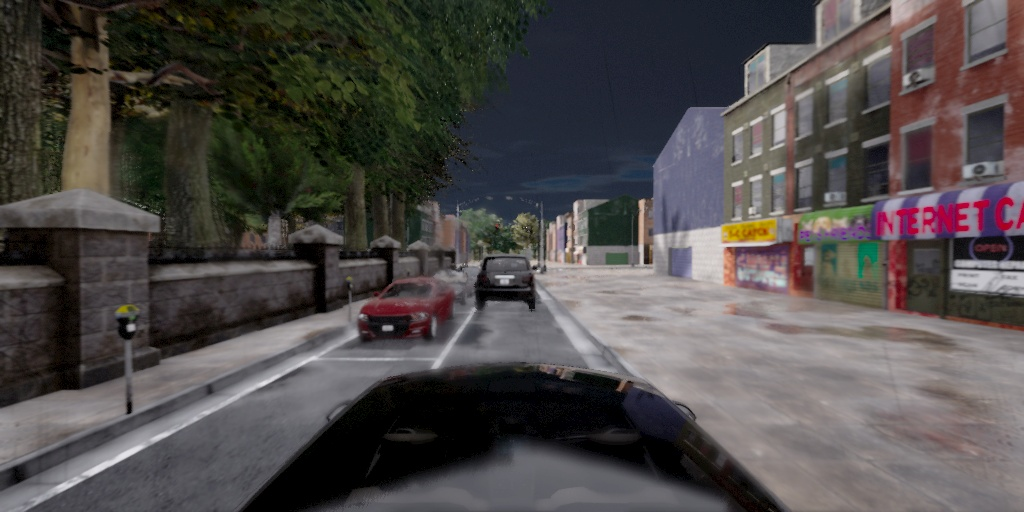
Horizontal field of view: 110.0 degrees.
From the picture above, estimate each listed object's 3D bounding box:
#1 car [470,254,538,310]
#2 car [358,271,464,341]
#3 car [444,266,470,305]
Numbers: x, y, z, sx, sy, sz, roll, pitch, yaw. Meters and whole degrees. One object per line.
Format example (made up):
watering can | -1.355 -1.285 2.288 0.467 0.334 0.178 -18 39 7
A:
car | -0.136 0.952 14.659 2.150 2.045 5.566 0 0 2
car | -2.637 1.282 9.868 1.888 1.381 4.507 0 0 0
car | -2.636 1.281 15.556 2.007 1.370 4.403 0 0 0
